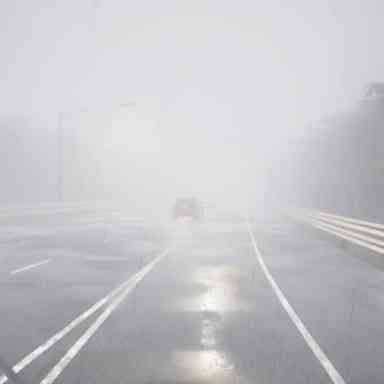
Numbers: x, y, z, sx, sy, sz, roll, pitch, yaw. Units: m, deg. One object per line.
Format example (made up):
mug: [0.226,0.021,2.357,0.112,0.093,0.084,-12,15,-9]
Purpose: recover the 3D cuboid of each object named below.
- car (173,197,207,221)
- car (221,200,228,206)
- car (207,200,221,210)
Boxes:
car: [-0.272,1.473,30.446,2.150,2.045,5.566,0,-1,8]
car: [7.174,2.633,81.304,1.812,1.442,4.674,0,-1,9]
car: [3.205,2.047,54.438,1.882,1.535,5.008,0,-1,8]
